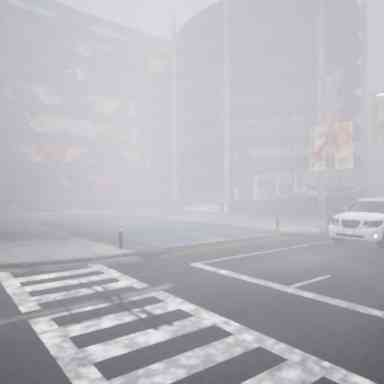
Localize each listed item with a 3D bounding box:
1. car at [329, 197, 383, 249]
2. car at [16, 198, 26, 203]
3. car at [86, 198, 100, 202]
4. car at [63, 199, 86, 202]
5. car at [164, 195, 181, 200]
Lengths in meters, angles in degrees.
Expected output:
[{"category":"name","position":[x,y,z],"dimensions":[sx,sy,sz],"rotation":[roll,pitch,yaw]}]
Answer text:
[{"category":"car","position":[8.481,1.259,15.070],"dimensions":[5.566,2.045,2.150],"rotation":[0,0,-38]},{"category":"car","position":[-27.253,1.736,52.015],"dimensions":[2.161,1.482,4.786],"rotation":[0,0,-38]},{"category":"car","position":[-17.865,1.782,58.843],"dimensions":[1.895,1.301,4.718],"rotation":[0,0,-38]},{"category":"car","position":[-16.488,1.574,44.955],"dimensions":[2.002,1.452,4.674],"rotation":[0,0,-38]},{"category":"car","position":[-3.819,1.350,70.910],"dimensions":[2.435,2.045,5.566],"rotation":[0,0,-38]}]
